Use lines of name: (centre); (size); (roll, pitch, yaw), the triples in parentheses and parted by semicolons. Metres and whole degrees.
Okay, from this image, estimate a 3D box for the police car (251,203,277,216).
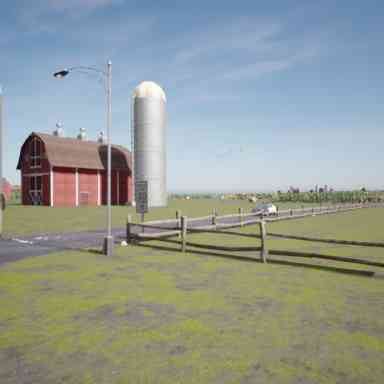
police car: (9.002, 2.166, 41.225); (2.038, 1.542, 4.974); (-1, -1, 35)
